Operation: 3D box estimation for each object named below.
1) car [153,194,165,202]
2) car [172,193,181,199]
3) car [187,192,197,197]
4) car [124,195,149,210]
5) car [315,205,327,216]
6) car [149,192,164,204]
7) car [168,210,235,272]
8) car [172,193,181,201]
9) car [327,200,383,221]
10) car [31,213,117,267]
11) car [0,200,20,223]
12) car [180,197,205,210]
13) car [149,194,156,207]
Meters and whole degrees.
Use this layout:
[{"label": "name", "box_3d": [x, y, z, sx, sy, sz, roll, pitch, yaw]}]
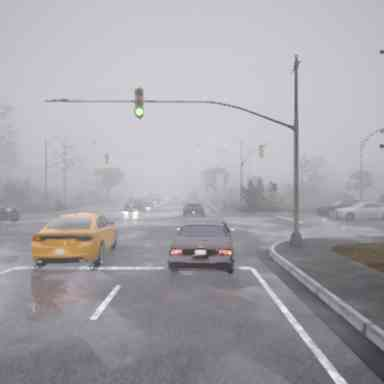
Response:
[{"label": "car", "box_3d": [-6.938, 1.240, 70.621, 2.128, 1.511, 4.902, 0, 1, 0]}, {"label": "car", "box_3d": [-3.815, 0.908, 82.404, 1.812, 1.442, 4.674, 0, 1, -8]}, {"label": "car", "box_3d": [0.058, 0.912, 72.312, 2.150, 2.045, 5.566, 0, 1, 0]}, {"label": "car", "box_3d": [-7.047, 1.433, 41.010, 2.128, 1.511, 4.902, 0, 0, 0]}, {"label": "car", "box_3d": [13.487, 1.433, 29.448, 5.008, 1.535, 1.882, 0, 0, -3]}, {"label": "car", "box_3d": [-6.941, 1.077, 60.476, 2.150, 2.045, 5.566, 0, 1, 0]}, {"label": "car", "box_3d": [0.412, 1.533, 10.700, 2.033, 1.411, 5.357, 0, 0, 5]}, {"label": "car", "box_3d": [-3.444, 1.180, 72.278, 1.837, 1.490, 4.892, 0, 1, 0]}, {"label": "car", "box_3d": [13.410, 1.486, 25.937, 4.674, 1.442, 1.812, 0, 0, -3]}, {"label": "car", "box_3d": [-3.795, 1.463, 11.481, 1.882, 1.535, 5.008, 0, 0, -5]}, {"label": "car", "box_3d": [-14.706, 1.320, 23.665, 4.553, 1.767, 2.097, 0, 0, 17]}, {"label": "car", "box_3d": [0.128, 1.460, 31.020, 1.837, 1.490, 4.892, 0, 0, 0]}, {"label": "car", "box_3d": [-6.991, 1.428, 50.405, 1.837, 1.490, 4.892, 0, 0, 0]}]
